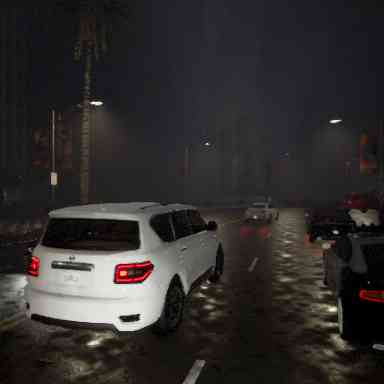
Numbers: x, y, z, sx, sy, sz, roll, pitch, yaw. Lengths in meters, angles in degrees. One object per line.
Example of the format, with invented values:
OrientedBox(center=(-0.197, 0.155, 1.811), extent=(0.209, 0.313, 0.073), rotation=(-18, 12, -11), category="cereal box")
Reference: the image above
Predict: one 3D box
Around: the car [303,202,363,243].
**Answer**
OrientedBox(center=(6.481, 1.478, 15.778), extent=(1.882, 1.535, 5.008), rotation=(0, 0, 17), category="car")

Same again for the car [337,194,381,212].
OrientedBox(center=(18.852, 1.220, 36.668), extent=(5.566, 2.045, 2.150), rotation=(0, 0, -36), category="car")

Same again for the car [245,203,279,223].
OrientedBox(center=(5.346, 1.527, 25.240), extent=(1.812, 1.442, 4.674), rotation=(0, 0, 24), category="car")

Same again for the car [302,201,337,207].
OrientedBox(center=(8.167, 1.526, 21.092), extent=(1.812, 1.442, 4.674), rotation=(0, 0, 21), category="car")

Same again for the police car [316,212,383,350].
OrientedBox(center=(3.617, 1.425, 6.312), extent=(1.930, 1.638, 5.238), rotation=(0, 0, 17), category="police car")

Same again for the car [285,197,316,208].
OrientedBox(center=(15.313, 1.478, 46.924), extent=(5.008, 1.535, 1.882), rotation=(0, 0, -31), category="car")

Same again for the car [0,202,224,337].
OrientedBox(center=(-0.826, 1.223, 6.996), extent=(2.150, 2.045, 5.566), rotation=(0, 0, 17), category="car")

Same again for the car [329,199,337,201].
OrientedBox(center=(19.543, 1.600, 45.496), extent=(4.718, 1.301, 1.895), rotation=(0, 0, -28), category="car")

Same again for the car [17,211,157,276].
OrientedBox(center=(-3.244, 1.550, 11.757), extent=(2.033, 1.411, 5.357), rotation=(0, 0, 17), category="car")
